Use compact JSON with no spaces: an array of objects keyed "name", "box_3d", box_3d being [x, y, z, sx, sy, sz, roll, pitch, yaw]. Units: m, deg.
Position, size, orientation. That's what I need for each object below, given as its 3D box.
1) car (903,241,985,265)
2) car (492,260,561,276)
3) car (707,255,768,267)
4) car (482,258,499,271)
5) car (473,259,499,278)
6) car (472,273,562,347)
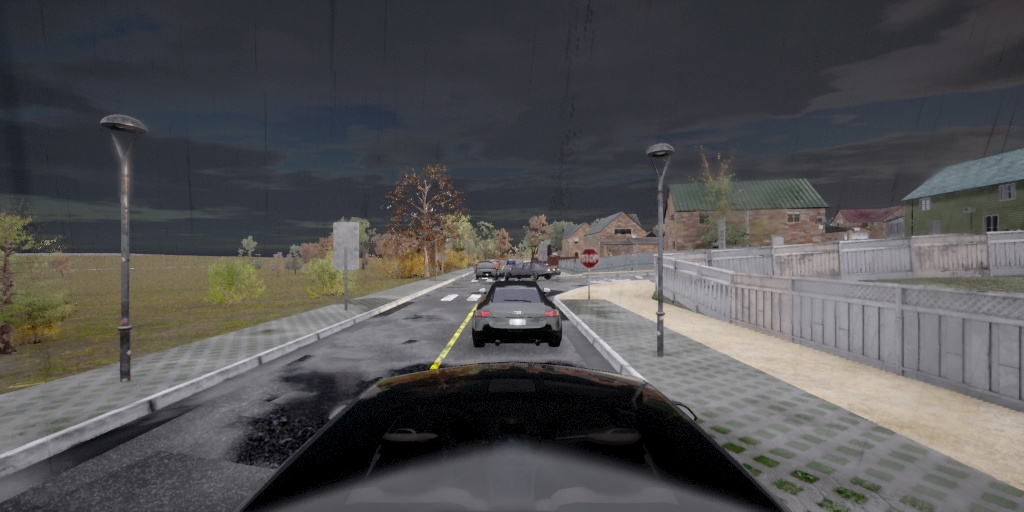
[{"name":"car","box_3d":[23.836,-0.208,20.338,4.902,1.511,2.128,-3,0,14]},{"name":"car","box_3d":[1.263,1.198,28.320,5.357,1.411,2.033,-4,-3,43]},{"name":"car","box_3d":[14.329,0.413,22.734,4.181,1.385,1.994,-3,0,16]},{"name":"car","box_3d":[-2.985,1.121,51.038,2.097,1.767,4.553,0,0,0]},{"name":"car","box_3d":[-2.333,1.258,31.222,1.837,1.490,4.892,0,0,-8]},{"name":"car","box_3d":[0.081,1.313,9.302,1.994,1.385,4.181,0,0,-1]}]
